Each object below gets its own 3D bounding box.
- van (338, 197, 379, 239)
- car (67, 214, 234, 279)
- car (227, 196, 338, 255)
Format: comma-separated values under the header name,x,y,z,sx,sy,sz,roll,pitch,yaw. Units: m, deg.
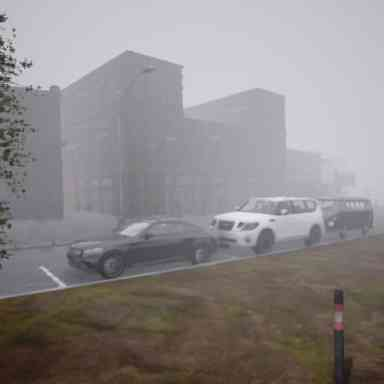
name,x,y,z,sx,sy,sz,roll,pitch,yaw
van,7.448,1.224,16.782,4.442,1.987,1.878,2,0,-42
car,-1.236,1.482,9.927,4.674,1.452,2.002,1,0,-37
car,3.190,1.195,13.296,5.566,2.045,2.435,2,0,-41
